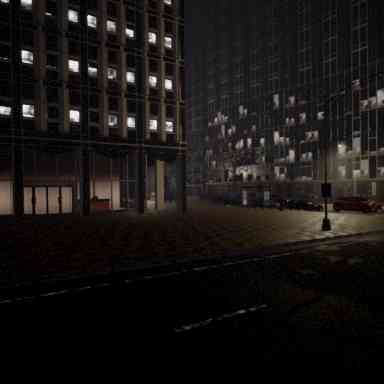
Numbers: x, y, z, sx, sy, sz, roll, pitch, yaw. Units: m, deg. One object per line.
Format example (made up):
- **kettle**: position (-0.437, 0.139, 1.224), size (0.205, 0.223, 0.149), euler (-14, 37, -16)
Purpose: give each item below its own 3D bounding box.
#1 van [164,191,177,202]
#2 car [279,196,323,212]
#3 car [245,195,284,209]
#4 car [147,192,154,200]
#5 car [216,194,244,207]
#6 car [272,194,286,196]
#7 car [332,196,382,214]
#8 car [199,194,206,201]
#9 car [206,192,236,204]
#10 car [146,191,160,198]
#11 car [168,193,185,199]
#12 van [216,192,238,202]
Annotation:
- **van**: position (-3.850, 0.936, 59.725), size (1.690, 1.788, 3.998), euler (0, 1, -34)
- **car**: position (12.131, 1.422, 36.230), size (1.947, 1.339, 4.313), euler (-1, 1, -34)
- **car**: position (8.927, 1.386, 40.927), size (1.802, 1.307, 4.206), euler (-1, 1, -34)
- **car**: position (-10.286, 1.038, 69.098), size (2.008, 1.369, 4.403), euler (0, 1, -34)
- **car**: position (5.758, 1.318, 45.644), size (1.947, 1.339, 4.313), euler (-1, 1, -34)
- **car**: position (11.295, 1.115, 42.234), size (2.097, 1.767, 4.553), euler (-1, 1, -34)
- **car**: position (16.891, 1.205, 34.084), size (2.097, 1.767, 4.553), euler (-1, 1, -35)
- **car**: position (3.058, 1.041, 64.471), size (1.802, 1.307, 4.206), euler (-1, 1, -34)
- **car**: position (4.775, 1.162, 51.747), size (1.837, 1.490, 4.892), euler (-1, 2, -35)
- **car**: position (-9.814, 0.684, 83.209), size (1.967, 1.590, 4.097), euler (0, 1, -34)
- **car**: position (-3.378, 0.934, 73.841), size (1.802, 1.307, 4.206), euler (0, 1, -34)
- **van**: position (6.275, 0.853, 59.783), size (1.690, 1.788, 3.998), euler (-1, 1, -34)
